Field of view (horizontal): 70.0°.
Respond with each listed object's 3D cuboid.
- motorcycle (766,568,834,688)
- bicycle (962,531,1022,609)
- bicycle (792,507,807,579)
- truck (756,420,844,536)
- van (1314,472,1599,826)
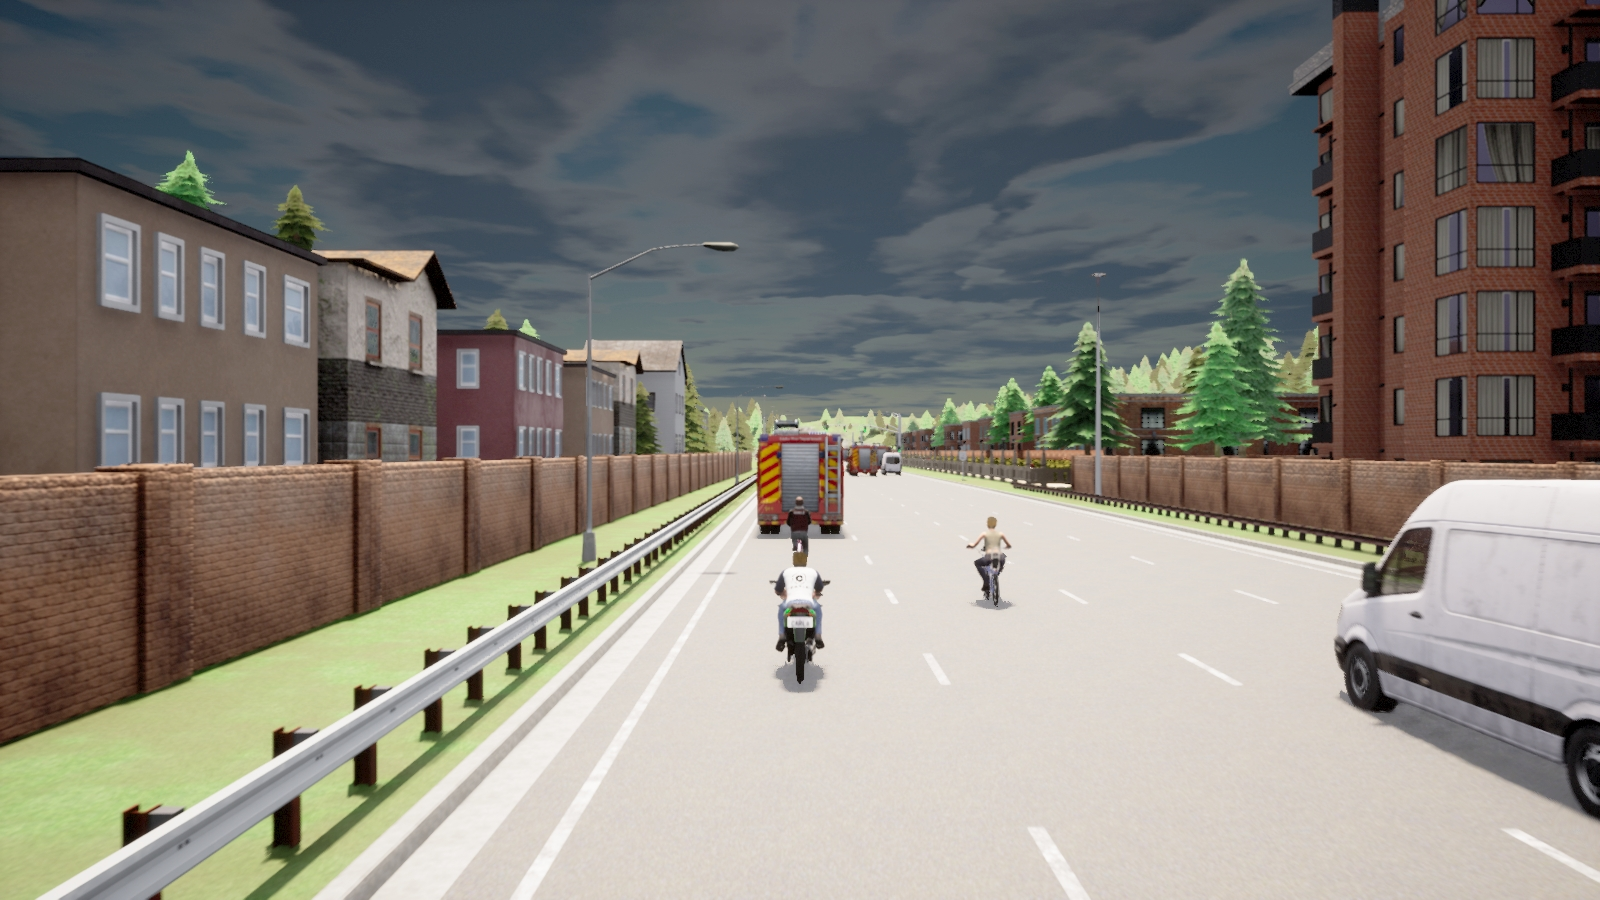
[{"bbox_3d":[-0.002,2.197,14.440,0.803,1.199,2.033,0,0,0],"label":"motorcycle"},{"bbox_3d":[3.502,2.173,20.966,0.859,1.277,1.487,0,0,0],"label":"bicycle"},{"bbox_3d":[-0.018,2.079,25.926,0.329,1.471,1.835,0,0,0],"label":"bicycle"},{"bbox_3d":[-0.002,0.919,41.753,2.891,3.827,8.468,0,0,0],"label":"truck"},{"bbox_3d":[6.999,1.542,10.403,1.988,2.561,5.915,0,0,0],"label":"van"}]
